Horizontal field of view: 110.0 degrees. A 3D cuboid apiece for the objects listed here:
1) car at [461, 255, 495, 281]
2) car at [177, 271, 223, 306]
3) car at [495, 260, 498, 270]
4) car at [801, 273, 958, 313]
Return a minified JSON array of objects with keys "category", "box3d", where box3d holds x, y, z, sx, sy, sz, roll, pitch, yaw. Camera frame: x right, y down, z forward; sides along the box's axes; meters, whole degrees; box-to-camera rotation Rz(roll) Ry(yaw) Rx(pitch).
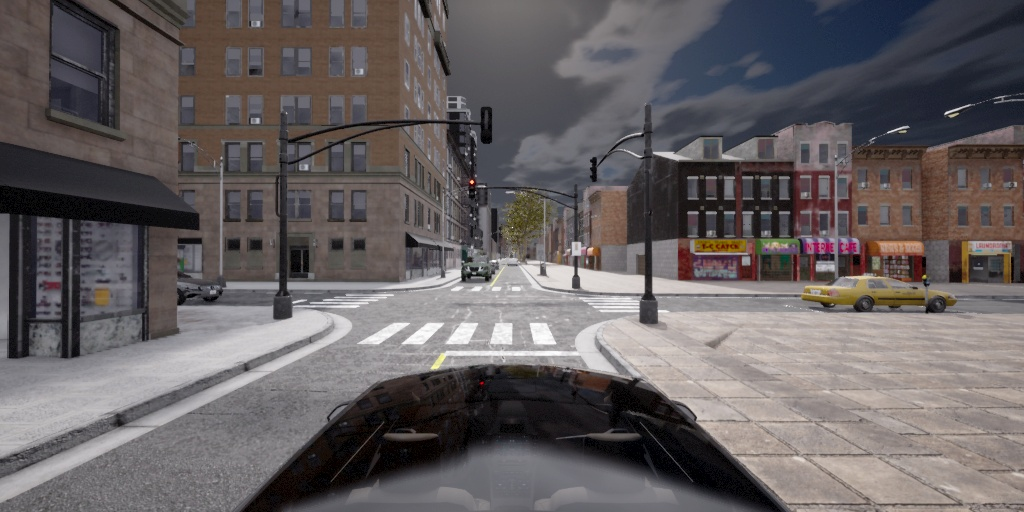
[{"category":"car","box3d":[-2.856,0.958,29.829,2.150,2.045,5.566,0,0,0]},{"category":"car","box3d":[-14.412,1.195,14.481,4.674,1.442,1.812,0,0,0]},{"category":"car","box3d":[-2.867,1.295,39.744,1.994,1.385,4.181,0,0,0]},{"category":"car","box3d":[13.881,1.346,13.655,4.829,1.417,1.751,0,0,0]}]
